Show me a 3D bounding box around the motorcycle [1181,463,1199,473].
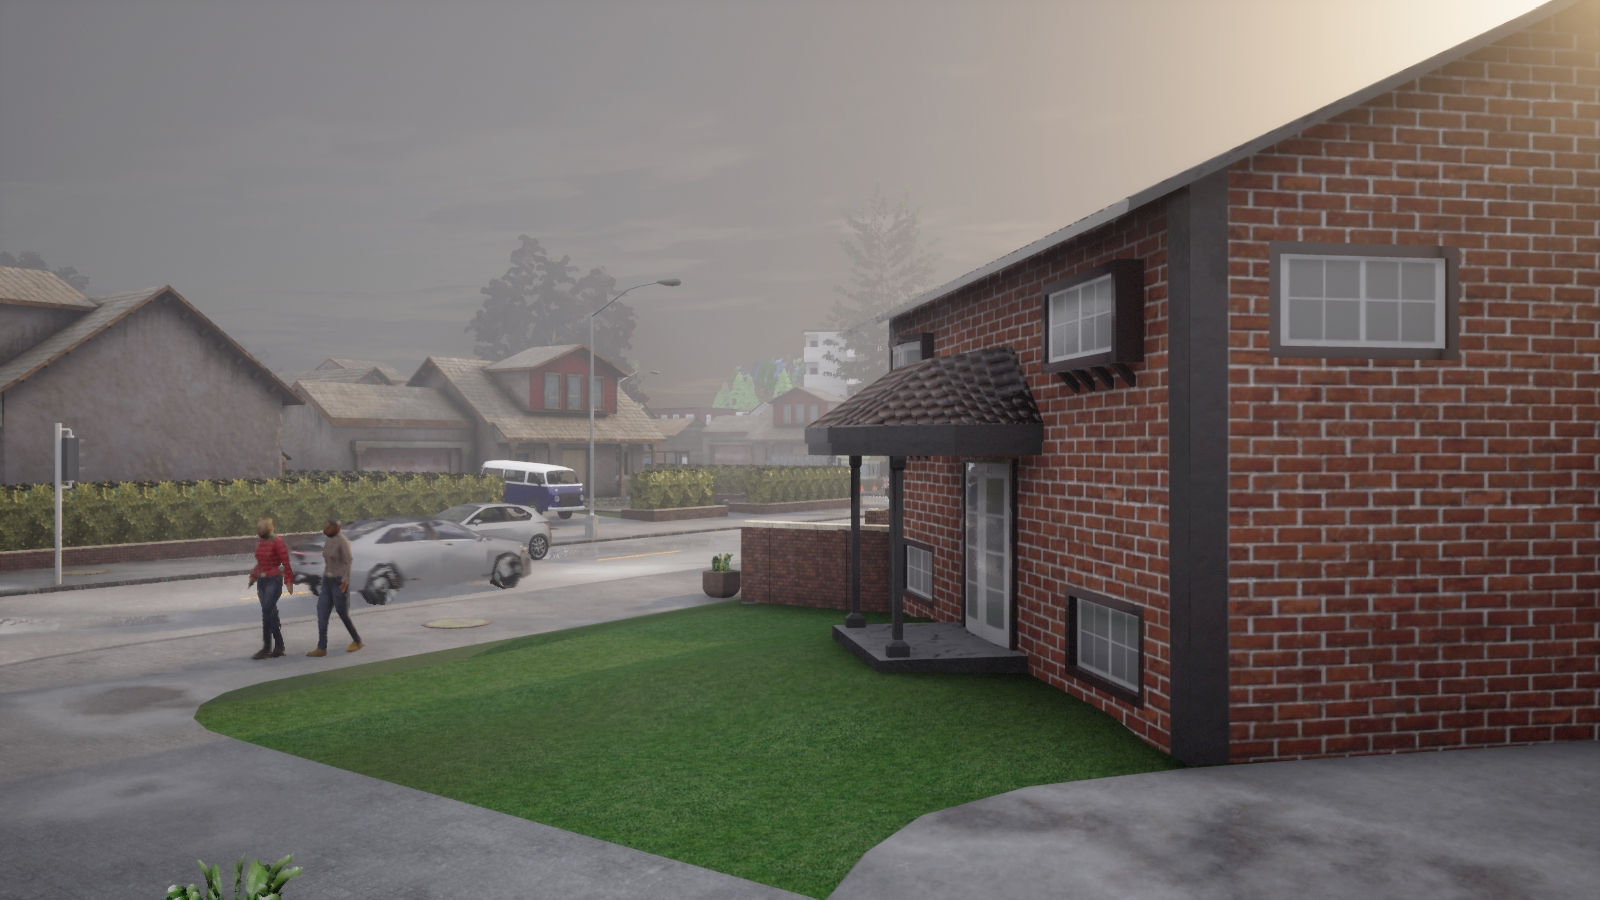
[{"bbox_3d":[47.455,2.161,139.026,2.033,1.199,0.803,0,0,35],"label":"motorcycle"}]

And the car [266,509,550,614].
[{"bbox_3d":[-7.412,2.035,22.112,2.128,1.511,4.902,0,0,35],"label":"car"}]

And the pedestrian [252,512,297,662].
[{"bbox_3d":[-6.742,1.736,14.651,0.375,1.860,0.375,0,0,31],"label":"pedestrian"}]

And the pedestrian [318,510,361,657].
[{"bbox_3d":[-6.044,1.736,14.994,0.375,1.860,0.375,0,0,35],"label":"pedestrian"}]

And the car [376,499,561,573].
[{"bbox_3d":[-8.091,2.051,28.194,1.816,1.474,4.193,0,0,34],"label":"car"}]

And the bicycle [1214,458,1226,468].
[{"bbox_3d":[65.395,2.030,177.932,1.835,1.471,0.329,0,0,35],"label":"bicycle"}]
